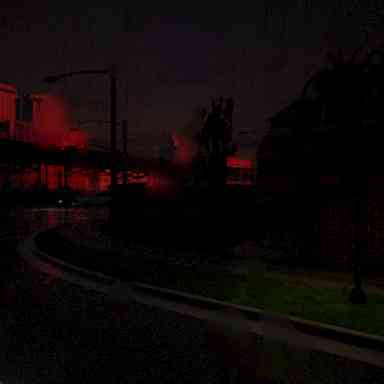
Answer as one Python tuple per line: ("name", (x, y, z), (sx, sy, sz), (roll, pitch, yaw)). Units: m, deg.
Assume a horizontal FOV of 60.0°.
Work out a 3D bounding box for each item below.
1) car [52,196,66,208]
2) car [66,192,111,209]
("car", (-16.063, 1.181, 43.893), (2.097, 1.767, 4.553), (0, 1, 37))
("car", (-12.651, 1.033, 42.598), (2.150, 2.045, 5.566), (0, 1, 38))
